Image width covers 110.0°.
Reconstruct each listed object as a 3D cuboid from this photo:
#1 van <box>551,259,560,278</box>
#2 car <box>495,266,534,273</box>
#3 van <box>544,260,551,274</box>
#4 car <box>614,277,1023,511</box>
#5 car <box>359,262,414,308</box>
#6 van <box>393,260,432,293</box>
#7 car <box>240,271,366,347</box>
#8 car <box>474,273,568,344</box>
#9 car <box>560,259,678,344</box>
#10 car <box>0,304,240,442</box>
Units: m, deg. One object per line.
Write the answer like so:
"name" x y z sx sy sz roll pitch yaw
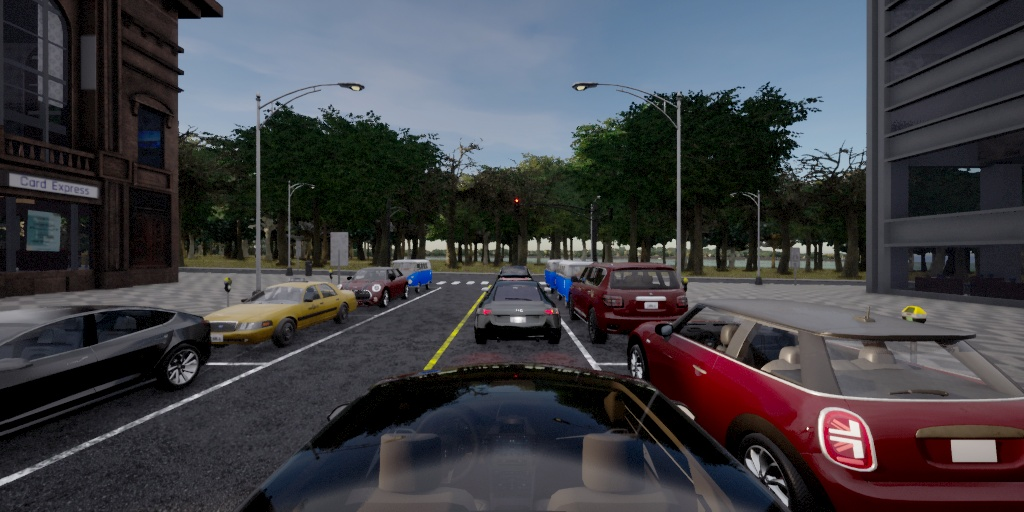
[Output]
"van" 2.786 1.092 14.959 1.690 1.789 3.998 0 0 0
"car" 0.131 1.243 18.451 2.128 1.511 4.902 0 0 0
"van" 2.796 1.092 20.397 1.690 1.789 3.998 0 0 0
"car" 2.766 1.190 4.084 1.967 1.591 4.097 0 0 0
"car" -5.739 1.191 14.975 1.967 1.591 4.097 0 0 0
"van" -5.729 1.092 20.413 1.690 1.789 3.998 0 0 0
"car" -5.750 1.276 9.368 1.751 1.417 4.829 0 0 0
"car" 0.118 1.314 9.570 1.994 1.385 4.181 0 0 0
"car" 2.776 1.065 9.522 2.192 1.841 5.009 0 0 0
"car" -5.759 1.316 4.100 1.948 1.339 4.313 0 0 0
